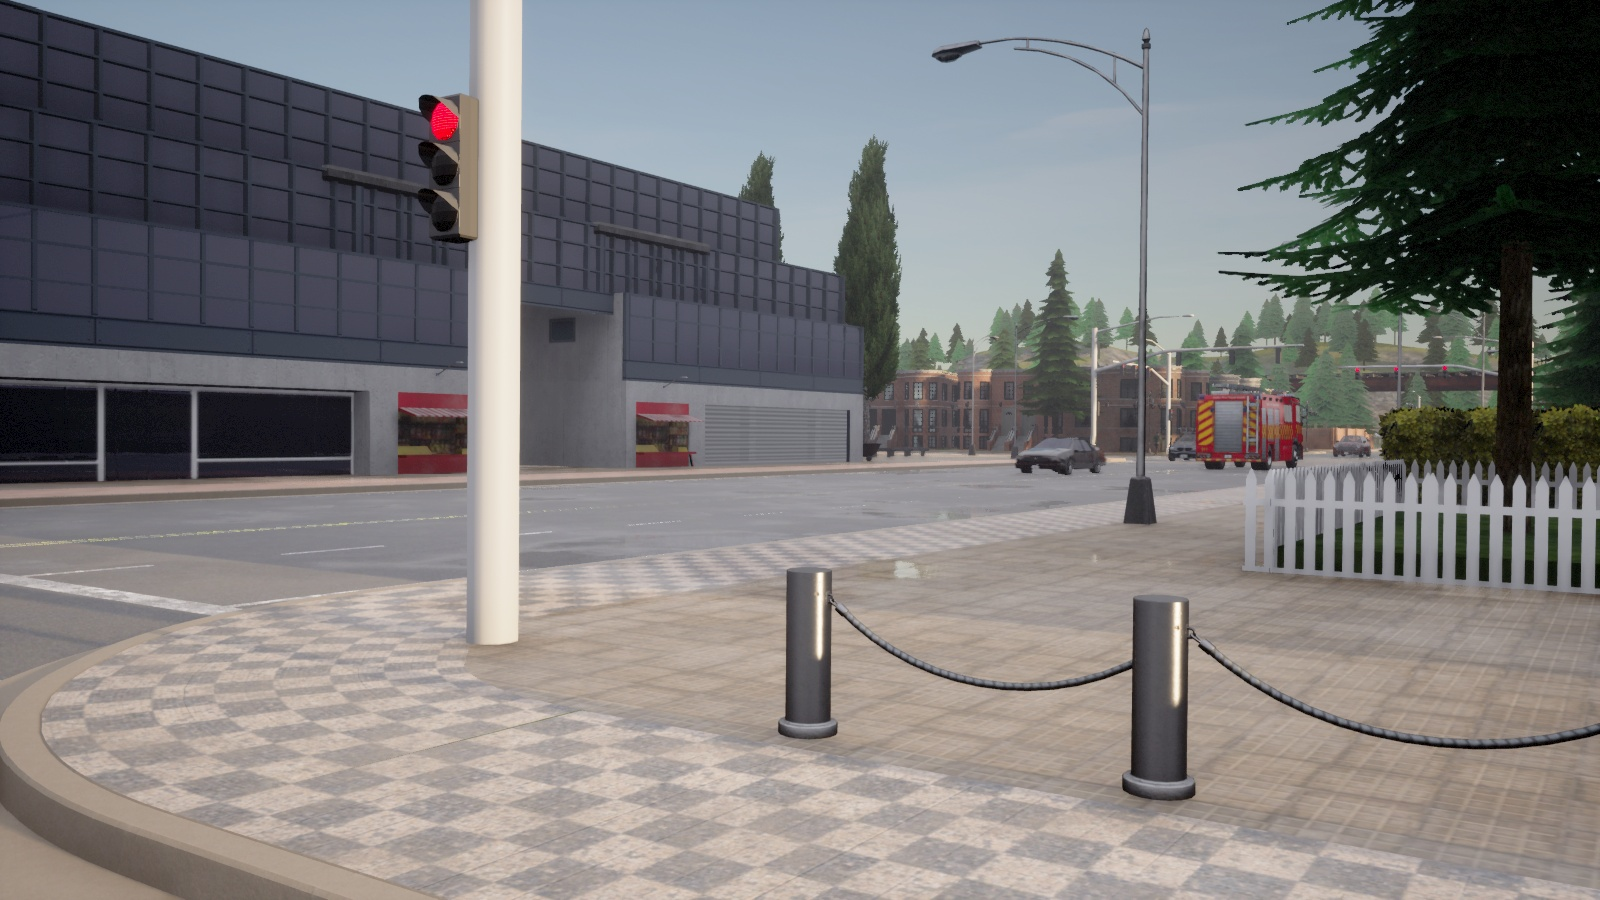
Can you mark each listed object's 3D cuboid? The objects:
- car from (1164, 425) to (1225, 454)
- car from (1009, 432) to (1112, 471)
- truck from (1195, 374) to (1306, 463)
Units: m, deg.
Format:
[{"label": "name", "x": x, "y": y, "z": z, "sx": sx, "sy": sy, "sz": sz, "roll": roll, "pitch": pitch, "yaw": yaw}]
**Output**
[{"label": "car", "x": 23.437, "y": -0.655, "z": 74.564, "sx": 2.242, "sy": 1.667, "sz": 4.611, "roll": 0, "pitch": 1, "yaw": 34}, {"label": "car", "x": 10.078, "y": 0.029, "z": 48.270, "sx": 2.033, "sy": 1.411, "sz": 5.357, "roll": 0, "pitch": 1, "yaw": 34}, {"label": "truck", "x": 21.085, "y": -1.422, "z": 58.443, "sx": 2.891, "sy": 3.827, "sz": 8.468, "roll": 0, "pitch": 1, "yaw": 34}]
